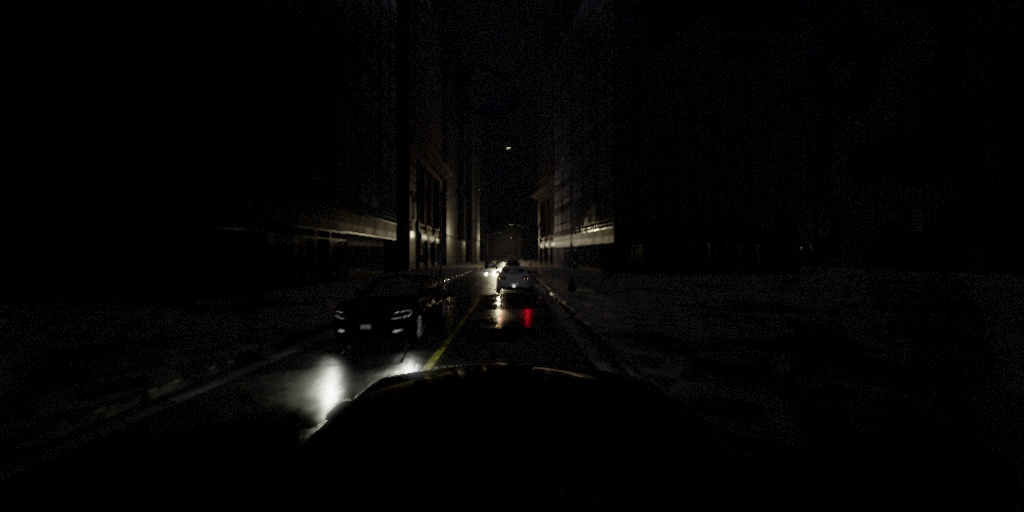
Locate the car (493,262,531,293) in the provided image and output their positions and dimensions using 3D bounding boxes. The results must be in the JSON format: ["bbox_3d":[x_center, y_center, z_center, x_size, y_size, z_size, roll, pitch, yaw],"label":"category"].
[{"bbox_3d":[0.096,1.265,20.394,1.812,1.442,4.674,0,0,0],"label":"car"}]

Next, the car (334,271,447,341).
[{"bbox_3d":[-3.102,1.225,10.088,1.882,1.535,5.008,0,0,0],"label":"car"}]

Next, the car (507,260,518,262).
[{"bbox_3d":[0.090,1.234,44.271,1.812,1.442,4.674,0,0,0],"label":"car"}]

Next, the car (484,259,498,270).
[{"bbox_3d":[-3.009,1.137,52.427,2.128,1.511,4.902,0,0,0],"label":"car"}]
